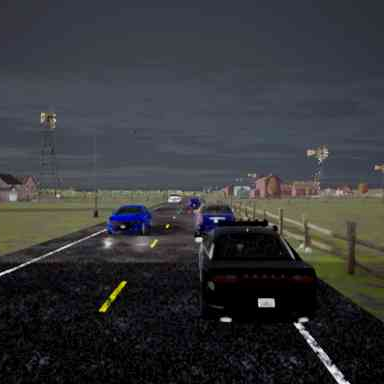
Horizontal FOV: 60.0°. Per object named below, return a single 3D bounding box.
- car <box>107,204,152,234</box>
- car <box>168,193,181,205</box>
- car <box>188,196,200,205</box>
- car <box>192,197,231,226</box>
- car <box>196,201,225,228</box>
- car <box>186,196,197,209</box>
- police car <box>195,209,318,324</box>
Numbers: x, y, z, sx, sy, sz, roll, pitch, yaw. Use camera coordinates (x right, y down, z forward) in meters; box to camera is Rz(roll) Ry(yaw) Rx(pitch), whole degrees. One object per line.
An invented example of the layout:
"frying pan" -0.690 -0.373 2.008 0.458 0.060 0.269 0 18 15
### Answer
"car" -3.469 1.477 19.240 1.882 1.535 5.008 0 0 0
"car" -3.159 1.278 62.149 2.150 2.045 5.566 0 0 1
"car" 0.396 1.549 61.975 2.128 1.511 4.902 0 0 0
"car" 1.168 1.350 17.328 2.097 1.767 4.553 0 0 0
"car" 1.208 1.458 23.547 1.801 1.575 5.366 0 0 0
"car" 0.337 1.551 45.321 1.812 1.442 4.674 0 0 1
"police car" 1.108 1.423 7.466 1.930 1.638 5.238 0 0 0
